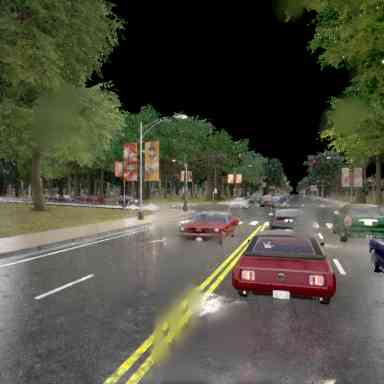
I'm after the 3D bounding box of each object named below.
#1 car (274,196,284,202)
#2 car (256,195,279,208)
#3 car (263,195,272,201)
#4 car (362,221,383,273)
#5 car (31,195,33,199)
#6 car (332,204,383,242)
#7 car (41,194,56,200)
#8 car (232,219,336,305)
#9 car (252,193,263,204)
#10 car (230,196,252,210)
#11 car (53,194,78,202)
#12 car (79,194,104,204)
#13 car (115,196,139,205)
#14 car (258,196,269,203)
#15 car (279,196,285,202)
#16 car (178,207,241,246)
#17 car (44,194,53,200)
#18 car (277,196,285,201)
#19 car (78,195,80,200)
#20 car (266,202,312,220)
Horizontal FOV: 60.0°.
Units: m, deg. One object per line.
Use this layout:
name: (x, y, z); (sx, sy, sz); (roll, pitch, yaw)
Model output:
car: (20.117, 1.554, 76.557); (2.033, 1.411, 5.357); (0, 0, 17)
car: (10.624, 1.526, 46.575); (2.033, 1.411, 5.357); (0, 0, 18)
car: (19.645, 1.496, 85.929); (1.882, 1.535, 5.008); (0, 0, 17)
car: (5.499, 1.601, 7.615); (1.895, 1.301, 4.718); (0, 0, 17)
car: (-39.053, 1.256, 83.163); (4.181, 1.385, 1.994); (0, 0, 40)
car: (8.140, 1.353, 16.208); (2.097, 1.767, 4.553); (0, 0, 17)
car: (-36.947, 1.255, 85.639); (4.181, 1.385, 1.994); (0, 0, 40)
car: (2.294, 1.601, 8.238); (1.895, 1.301, 4.718); (0, 0, 17)
car: (12.237, 1.230, 62.434); (2.150, 2.045, 5.566); (0, 0, 18)
car: (6.229, 1.498, 43.503); (1.812, 1.442, 4.674); (0, 0, 18)
car: (-25.844, 1.302, 67.670); (4.674, 1.442, 1.812); (0, 0, 40)
car: (-18.124, 1.425, 61.043); (4.718, 1.301, 1.895); (0, 0, 41)
car: (-10.718, 1.363, 54.735); (4.902, 1.511, 2.128); (0, 0, 41)
car: (15.901, 1.553, 73.973); (2.033, 1.411, 5.357); (0, 0, 17)
car: (17.027, 1.537, 66.723); (1.812, 1.442, 4.674); (0, 0, 18)
car: (0.917, 1.601, 15.520); (1.895, 1.301, 4.718); (0, 0, 17)
car: (-31.473, 1.262, 76.721); (4.674, 1.442, 1.812); (0, 0, 40)
car: (23.111, 1.614, 86.123); (1.895, 1.301, 4.718); (0, 0, 17)
car: (-25.082, 1.283, 75.553); (4.674, 1.442, 1.812); (0, 0, 40)
car: (5.008, 1.506, 17.090); (1.837, 1.490, 4.892); (0, 0, 17)
